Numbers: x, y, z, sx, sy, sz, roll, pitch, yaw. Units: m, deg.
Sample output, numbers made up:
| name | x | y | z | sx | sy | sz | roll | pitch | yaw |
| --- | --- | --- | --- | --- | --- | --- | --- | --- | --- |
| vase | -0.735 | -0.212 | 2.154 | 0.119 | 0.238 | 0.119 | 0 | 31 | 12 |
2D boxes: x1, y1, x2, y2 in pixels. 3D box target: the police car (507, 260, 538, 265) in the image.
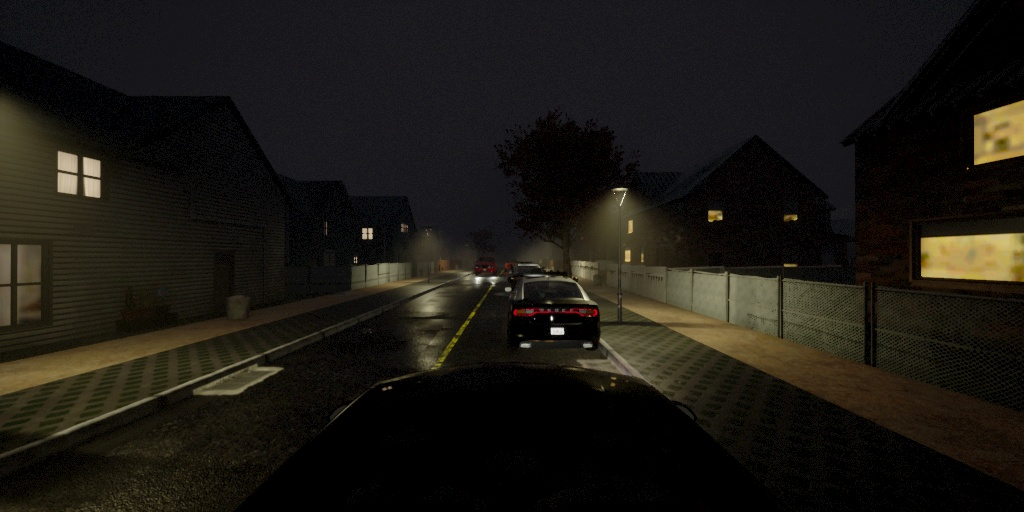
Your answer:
| name | x | y | z | sx | sy | sz | roll | pitch | yaw |
| --- | --- | --- | --- | --- | --- | --- | --- | --- | --- |
| police car | 0.858 | 1.184 | 19.165 | 1.930 | 1.638 | 5.238 | 0 | 0 | 0 |

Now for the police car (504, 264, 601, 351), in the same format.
| name | x | y | z | sx | sy | sz | roll | pitch | yaw |
| --- | --- | --- | --- | --- | --- | --- | --- | --- | --- |
| police car | 0.839 | 1.178 | 9.165 | 1.930 | 1.638 | 5.238 | 0 | 0 | 0 |

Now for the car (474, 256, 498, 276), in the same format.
| name | x | y | z | sx | sy | sz | roll | pitch | yaw |
| --- | --- | --- | --- | --- | --- | --- | --- | --- | --- |
| car | -2.680 | 1.020 | 37.882 | 2.150 | 2.045 | 5.566 | 0 | 0 | 0 |

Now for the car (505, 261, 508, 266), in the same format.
| name | x | y | z | sx | sy | sz | roll | pitch | yaw |
| --- | --- | --- | --- | --- | --- | --- | --- | --- | --- |
| car | 0.130 | 1.209 | 47.979 | 2.097 | 1.767 | 4.553 | 0 | 0 | 1 |
